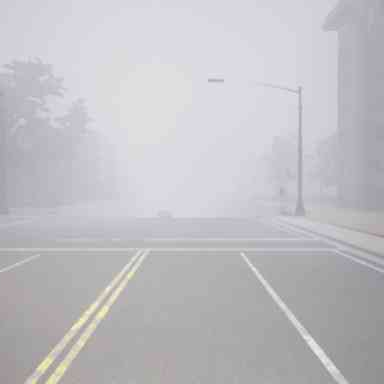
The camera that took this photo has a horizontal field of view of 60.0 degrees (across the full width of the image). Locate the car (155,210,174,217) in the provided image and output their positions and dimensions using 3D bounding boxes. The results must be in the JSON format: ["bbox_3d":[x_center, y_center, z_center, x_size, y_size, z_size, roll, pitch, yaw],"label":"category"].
[{"bbox_3d":[-3.604,3.457,44.640,2.150,2.045,5.566,0,-9,0],"label":"car"}]
